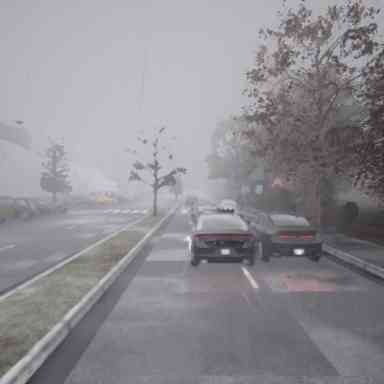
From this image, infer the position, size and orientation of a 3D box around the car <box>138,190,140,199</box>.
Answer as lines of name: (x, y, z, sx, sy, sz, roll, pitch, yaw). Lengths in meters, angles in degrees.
car: (-13.834, 0.978, 69.378, 4.674, 1.452, 2.002, -1, 1, -20)

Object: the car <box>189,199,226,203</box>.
car: (0.898, 1.418, 21.389, 1.812, 1.442, 4.674, 0, 0, 0)

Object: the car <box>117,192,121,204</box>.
car: (-13.846, 1.223, 51.353, 4.674, 1.452, 2.002, -1, 0, -20)

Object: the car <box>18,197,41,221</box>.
car: (-13.828, 1.241, 24.359, 4.553, 1.767, 2.185, -1, 1, -20)

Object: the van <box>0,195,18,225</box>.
van: (-13.969, 1.162, 21.324, 4.442, 1.987, 1.878, -1, 1, -20)

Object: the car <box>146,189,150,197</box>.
car: (-13.797, 0.643, 84.391, 4.792, 1.488, 2.163, -1, 1, -20)

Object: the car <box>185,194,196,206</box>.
car: (0.006, 1.205, 48.861, 2.128, 1.511, 4.902, 0, 1, 0)

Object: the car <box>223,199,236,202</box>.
car: (3.097, 1.366, 28.884, 1.812, 1.442, 4.674, 0, 0, 0)

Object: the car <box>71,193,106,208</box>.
car: (-13.821, 1.279, 42.357, 4.792, 1.488, 2.163, -1, 0, -20)

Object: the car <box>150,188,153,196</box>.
car: (-13.801, 0.297, 87.388, 5.566, 2.045, 2.435, -1, 1, -20)

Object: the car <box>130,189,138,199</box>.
car: (-13.864, 0.787, 63.350, 5.566, 2.045, 2.435, -1, 1, -20)

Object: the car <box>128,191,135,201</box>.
car: (-13.665, 1.076, 60.426, 5.366, 1.575, 1.946, -1, 0, -20)

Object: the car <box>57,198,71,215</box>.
car: (-13.827, 1.357, 30.351, 4.792, 1.488, 2.163, -1, 0, -20)

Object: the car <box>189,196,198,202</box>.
car: (0.885, 1.392, 27.385, 1.812, 1.442, 4.674, -1, 1, 0)

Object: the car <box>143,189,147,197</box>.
car: (-13.820, 0.749, 78.375, 5.008, 1.535, 2.097, -1, 2, -20)

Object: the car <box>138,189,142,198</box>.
car: (-13.862, 0.751, 72.363, 4.553, 1.767, 2.185, -1, 1, -20)

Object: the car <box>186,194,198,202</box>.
car: (-0.005, 1.100, 62.967, 2.033, 1.411, 5.357, 0, 1, 0)

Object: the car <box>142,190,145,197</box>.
car: (-13.831, 0.855, 75.376, 4.674, 1.452, 2.002, -1, 1, -20)

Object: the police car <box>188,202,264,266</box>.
police car: (0.899, 1.380, 11.496, 1.930, 1.638, 5.238, 0, 0, 0)

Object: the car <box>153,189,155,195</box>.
car: (-13.646, 0.478, 90.444, 5.366, 1.575, 1.946, -1, 1, -20)

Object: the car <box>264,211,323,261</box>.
car: (3.099, 1.457, 12.043, 1.837, 1.490, 4.892, 0, 0, 0)

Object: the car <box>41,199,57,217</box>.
car: (-13.850, 1.388, 27.333, 4.674, 1.452, 2.002, -1, 1, -20)

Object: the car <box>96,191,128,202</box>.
car: (-13.817, 0.906, 54.370, 5.566, 2.045, 2.435, -1, 0, -20)

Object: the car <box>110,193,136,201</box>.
car: (-13.859, 1.018, 66.353, 4.792, 1.488, 2.163, -1, 1, -20)

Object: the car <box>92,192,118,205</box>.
car: (-14.015, 1.208, 48.280, 5.366, 1.575, 1.946, -1, 1, -20)
